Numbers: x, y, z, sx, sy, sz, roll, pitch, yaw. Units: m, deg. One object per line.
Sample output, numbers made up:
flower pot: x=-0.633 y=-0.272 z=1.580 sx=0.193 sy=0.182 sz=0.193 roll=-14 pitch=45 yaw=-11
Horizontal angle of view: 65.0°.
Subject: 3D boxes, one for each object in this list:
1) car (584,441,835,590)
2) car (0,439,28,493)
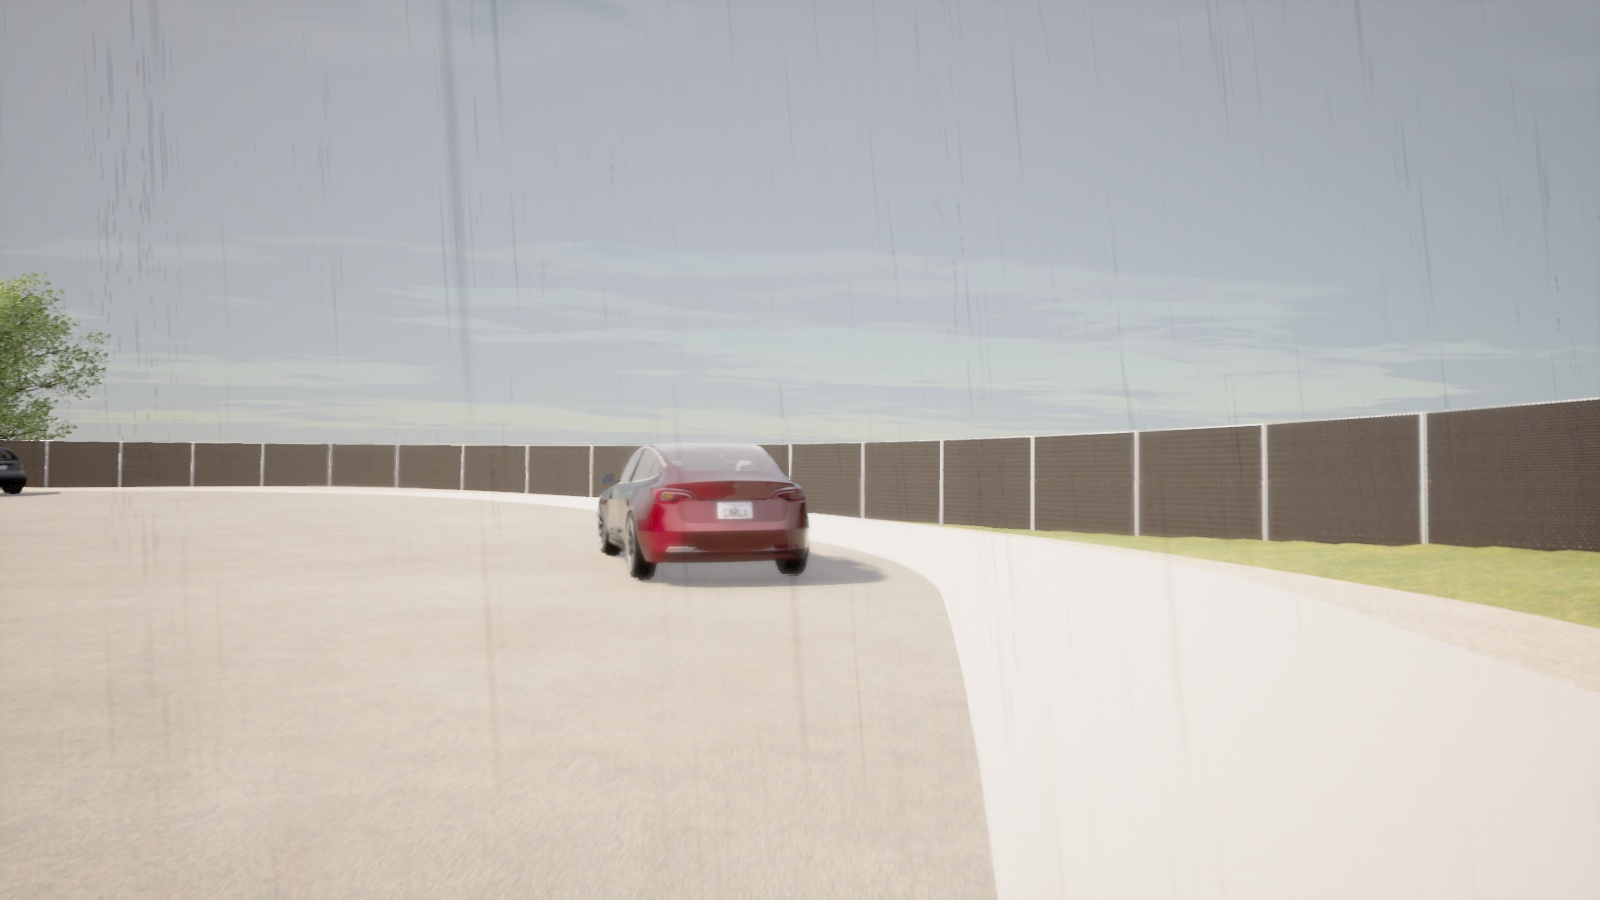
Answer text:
car: x=-1.299 y=0.644 z=15.193 sx=2.163 sy=1.488 sz=4.792 roll=0 pitch=0 yaw=-15
car: x=-25.867 y=0.498 z=38.219 sx=3.988 sy=1.617 sz=1.851 roll=0 pitch=0 yaw=16
